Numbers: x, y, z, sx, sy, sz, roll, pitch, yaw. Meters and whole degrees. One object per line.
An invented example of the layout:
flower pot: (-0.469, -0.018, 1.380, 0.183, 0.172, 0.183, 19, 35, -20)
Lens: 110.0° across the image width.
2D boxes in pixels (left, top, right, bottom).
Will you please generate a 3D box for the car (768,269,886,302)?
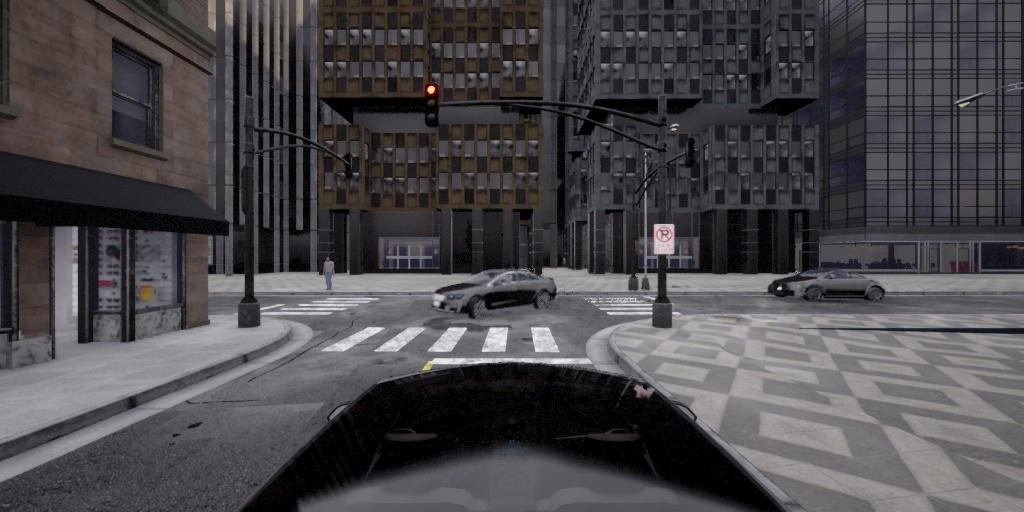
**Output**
car: (14.165, 1.292, 16.290, 4.181, 1.385, 1.994, 0, 0, 0)

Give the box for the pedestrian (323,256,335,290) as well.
pedestrian: (-9.929, 0.902, 19.486, 0.375, 1.860, 0.375, 0, 0, 0)

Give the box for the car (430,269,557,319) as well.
car: (-0.508, 1.239, 12.867, 4.902, 1.511, 2.128, 0, -1, -40)
